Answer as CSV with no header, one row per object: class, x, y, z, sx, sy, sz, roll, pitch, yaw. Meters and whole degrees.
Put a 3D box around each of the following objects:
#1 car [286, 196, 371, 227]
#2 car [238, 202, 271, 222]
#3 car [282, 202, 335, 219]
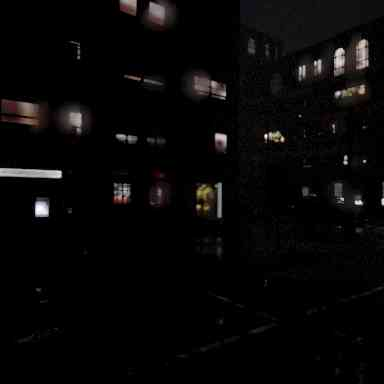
car,9.800,1.387,23.968,2.150,2.045,5.566,1,1,-36
car,4.380,1.517,26.833,1.967,1.590,4.097,0,-1,-36
car,10.982,1.718,31.592,2.008,1.369,4.403,0,-1,-36
